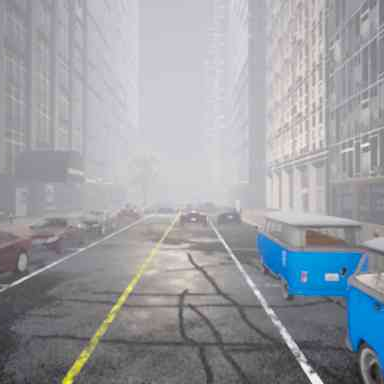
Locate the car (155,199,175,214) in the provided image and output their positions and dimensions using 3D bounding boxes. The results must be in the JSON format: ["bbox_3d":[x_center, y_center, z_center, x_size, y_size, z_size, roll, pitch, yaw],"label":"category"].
[{"bbox_3d":[-3.089,1.907,40.212,1.994,1.385,4.181,0,0,0],"label":"car"}]

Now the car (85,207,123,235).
[{"bbox_3d":[-5.690,1.724,19.644,2.008,1.369,4.403,0,0,0],"label":"car"}]

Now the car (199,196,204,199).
[{"bbox_3d":[2.694,2.139,70.930,2.008,1.369,4.403,0,0,0],"label":"car"}]

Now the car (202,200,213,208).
[{"bbox_3d":[2.693,2.084,59.528,1.802,1.307,4.206,0,0,0],"label":"car"}]

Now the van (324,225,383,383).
[{"bbox_3d":[2.690,1.365,2.550,1.690,1.788,3.998,0,-1,0],"label":"van"}]

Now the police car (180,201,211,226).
[{"bbox_3d":[0.101,1.731,25.610,2.038,1.542,4.974,0,0,0],"label":"police car"}]

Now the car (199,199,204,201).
[{"bbox_3d":[0.103,1.921,42.011,1.994,1.385,4.181,0,-1,0],"label":"car"}]

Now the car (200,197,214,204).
[{"bbox_3d":[2.692,2.000,53.831,1.887,1.381,4.507,0,0,0],"label":"car"}]

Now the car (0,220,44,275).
[{"bbox_3d":[-5.691,1.620,8.248,1.887,1.381,4.507,0,-1,0],"label":"car"}]

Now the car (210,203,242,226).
[{"bbox_3d":[2.691,1.786,25.342,1.947,1.339,4.313,0,0,0],"label":"car"}]

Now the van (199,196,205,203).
[{"bbox_3d":[2.779,2.038,93.732,1.690,1.788,3.998,0,0,0],"label":"van"}]

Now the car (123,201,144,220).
[{"bbox_3d":[-5.689,1.707,31.042,1.967,1.590,4.097,0,0,0],"label":"car"}]

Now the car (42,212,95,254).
[{"bbox_3d":[-5.690,1.707,13.947,1.802,1.307,4.206,0,-1,0],"label":"car"}]

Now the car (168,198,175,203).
[{"bbox_3d":[-5.764,2.263,93.730,1.947,1.339,4.313,0,0,0],"label":"car"}]

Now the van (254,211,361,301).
[{"bbox_3d":[2.690,1.416,8.249,1.690,1.788,3.998,0,-1,0],"label":"van"}]
